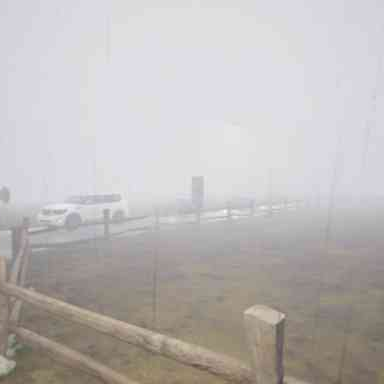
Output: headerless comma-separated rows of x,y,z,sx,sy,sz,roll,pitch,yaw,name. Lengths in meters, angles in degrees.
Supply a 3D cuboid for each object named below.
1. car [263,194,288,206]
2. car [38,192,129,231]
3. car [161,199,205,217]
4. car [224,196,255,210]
11.067,0.951,44.068,1.882,1.535,5.008,1,1,36,car
-6.272,1.045,20.020,2.150,2.045,5.566,1,1,35,car
-0.712,1.275,27.790,1.994,1.385,4.181,1,1,36,car
5.161,1.157,35.934,1.994,1.385,4.181,1,1,36,car
